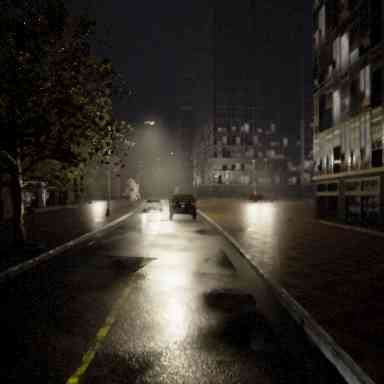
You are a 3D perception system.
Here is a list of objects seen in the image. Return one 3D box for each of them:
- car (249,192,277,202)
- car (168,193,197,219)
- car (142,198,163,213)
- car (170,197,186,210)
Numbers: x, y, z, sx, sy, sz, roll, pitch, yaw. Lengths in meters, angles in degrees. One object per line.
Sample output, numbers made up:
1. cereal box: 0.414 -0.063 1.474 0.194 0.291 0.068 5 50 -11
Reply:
1. car: 12.762 0.915 60.093 5.009 1.841 2.192 0 -1 14
2. car: -0.788 1.097 27.504 2.150 2.045 5.566 0 0 -3
3. car: -4.081 1.373 35.279 1.812 1.442 4.674 0 0 -4
4. car: -1.749 1.337 41.060 1.812 1.442 4.674 0 0 -5
